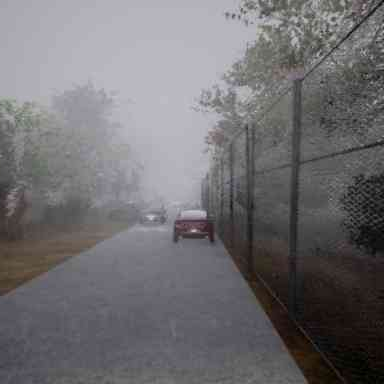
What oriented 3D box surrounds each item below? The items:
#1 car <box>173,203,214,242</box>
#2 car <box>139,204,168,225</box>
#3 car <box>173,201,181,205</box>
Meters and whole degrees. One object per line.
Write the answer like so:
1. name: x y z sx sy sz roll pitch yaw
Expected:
1. car: 0.075 1.558 16.973 1.882 1.535 5.008 0 -1 0
2. car: -2.902 1.671 25.782 2.128 1.511 4.902 0 -1 0
3. car: -2.772 2.596 66.384 1.882 1.535 5.008 0 -2 2
